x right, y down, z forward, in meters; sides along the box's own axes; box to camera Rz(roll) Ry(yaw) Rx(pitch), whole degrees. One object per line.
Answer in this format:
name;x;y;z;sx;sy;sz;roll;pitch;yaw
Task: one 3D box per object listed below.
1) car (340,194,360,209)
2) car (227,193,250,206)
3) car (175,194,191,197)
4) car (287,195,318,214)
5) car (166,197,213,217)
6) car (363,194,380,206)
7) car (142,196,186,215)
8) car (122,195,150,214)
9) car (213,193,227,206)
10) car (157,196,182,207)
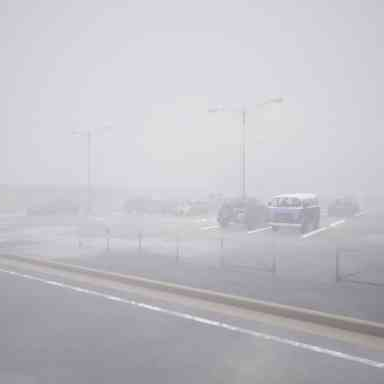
car;25.089;1.212;52.364;1.905;1.878;3.866;0;0;34
car;8.792;1.212;63.295;1.905;1.878;3.866;0;0;34
car;-0.978;1.209;48.752;1.932;1.855;4.605;0;0;34
car;13.087;1.451;39.388;1.970;1.475;3.806;0;0;34
car;-0.134;1.451;30.084;1.970;1.475;3.806;0;0;34
car;27.459;1.209;50.702;1.932;1.855;4.605;0;0;34
car;-2.535;1.419;31.702;1.784;1.438;3.905;0;0;34
car;-4.788;1.209;33.159;1.932;1.855;4.605;0;0;34
car;6.397;1.451;64.922;1.970;1.475;3.806;0;0;34
car;-3.345;1.419;50.424;1.784;1.438;3.905;0;0;34
